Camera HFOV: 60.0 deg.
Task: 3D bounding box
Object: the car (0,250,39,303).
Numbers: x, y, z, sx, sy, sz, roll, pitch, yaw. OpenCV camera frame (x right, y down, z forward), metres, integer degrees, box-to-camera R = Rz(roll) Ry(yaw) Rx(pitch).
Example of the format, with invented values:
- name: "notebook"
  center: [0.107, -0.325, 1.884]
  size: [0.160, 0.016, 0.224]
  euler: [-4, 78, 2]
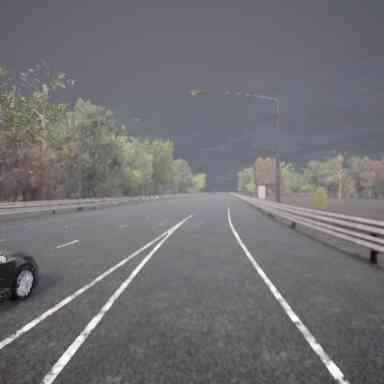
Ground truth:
- name: "car"
  center: [-4.482, 1.509, 5.463]
  size: [1.837, 1.490, 4.892]
  euler: [0, 0, 6]
